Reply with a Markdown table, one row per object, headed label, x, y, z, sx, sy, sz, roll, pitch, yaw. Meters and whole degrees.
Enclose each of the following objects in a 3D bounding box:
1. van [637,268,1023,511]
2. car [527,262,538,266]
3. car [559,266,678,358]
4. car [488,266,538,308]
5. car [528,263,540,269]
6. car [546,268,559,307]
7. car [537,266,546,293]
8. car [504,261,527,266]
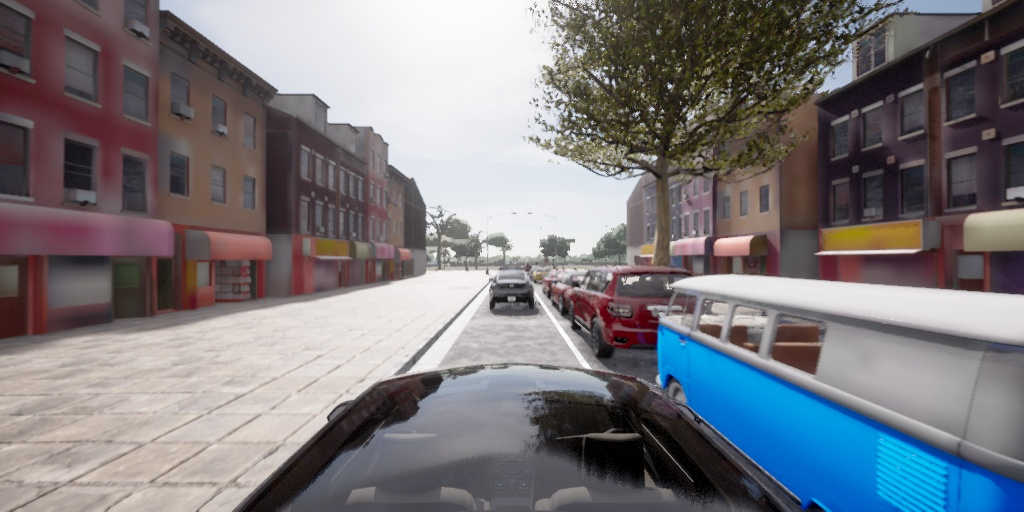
| label | x | y | z | sx | sy | sz | roll | pitch | yaw |
| --- | --- | --- | --- | --- | --- | --- | --- | --- | --- |
| van | 2.637 | 1.103 | 3.023 | 1.690 | 1.789 | 3.998 | 0 | 0 | 0 |
| car | 2.611 | 1.646 | 36.293 | 2.007 | 1.370 | 4.403 | 0 | 0 | 0 |
| car | 2.632 | 1.131 | 8.568 | 2.192 | 1.841 | 5.009 | 0 | 0 | 0 |
| car | -0.007 | 1.396 | 16.114 | 1.837 | 1.490 | 4.892 | 0 | 0 | 0 |
| car | 2.615 | 1.560 | 30.919 | 1.751 | 1.417 | 4.829 | 0 | 0 | 0 |
| car | 2.628 | 1.309 | 14.114 | 1.967 | 1.591 | 4.097 | 0 | 0 | 0 |
| car | 2.624 | 1.468 | 19.659 | 1.888 | 1.381 | 4.507 | 0 | 0 | 0 |
| car | -0.020 | 1.386 | 30.904 | 2.097 | 1.767 | 4.553 | 0 | -1 | 0 |
